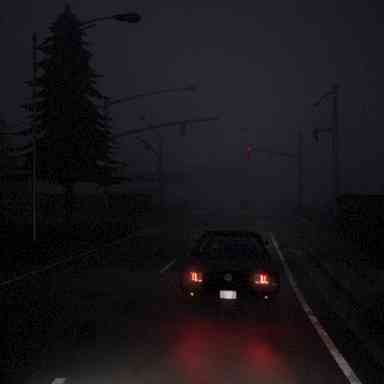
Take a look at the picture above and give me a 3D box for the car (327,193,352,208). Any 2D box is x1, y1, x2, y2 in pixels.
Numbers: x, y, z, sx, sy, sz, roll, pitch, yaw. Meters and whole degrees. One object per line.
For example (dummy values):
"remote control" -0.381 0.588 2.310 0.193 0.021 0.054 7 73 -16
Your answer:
"car" 20.190 1.330 43.050 5.027 1.636 2.152 0 0 10

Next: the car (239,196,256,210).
"car" 7.178 1.352 43.256 2.097 1.767 4.553 0 0 10

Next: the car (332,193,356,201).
"car" 34.416 1.097 75.374 4.605 1.855 1.932 0 0 10

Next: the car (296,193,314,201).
"car" 27.234 1.077 79.971 3.866 1.878 1.905 0 0 10

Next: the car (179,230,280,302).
"car" 0.979 1.601 8.313 1.895 1.301 4.718 0 0 8

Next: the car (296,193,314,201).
"car" 26.057 1.361 76.802 3.806 1.475 1.970 0 0 10
